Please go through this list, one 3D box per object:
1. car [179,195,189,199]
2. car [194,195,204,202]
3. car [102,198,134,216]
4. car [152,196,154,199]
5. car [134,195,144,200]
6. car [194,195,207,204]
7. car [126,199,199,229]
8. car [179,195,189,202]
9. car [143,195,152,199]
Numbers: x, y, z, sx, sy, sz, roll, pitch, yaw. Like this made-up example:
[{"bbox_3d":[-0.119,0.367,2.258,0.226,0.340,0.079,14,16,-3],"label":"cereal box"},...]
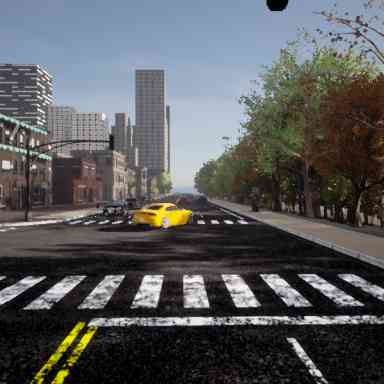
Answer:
[{"bbox_3d":[-1.516,1.540,62.749,1.994,1.385,4.181,0,0,-1],"label":"car"},{"bbox_3d":[1.490,1.470,73.008,1.837,1.490,4.892,0,0,-1],"label":"car"},{"bbox_3d":[-7.375,1.481,32.464,2.128,1.511,4.902,0,0,-1],"label":"car"},{"bbox_3d":[-8.041,1.468,61.980,2.128,1.511,4.902,0,0,-1],"label":"car"},{"bbox_3d":[-7.600,1.490,42.023,1.837,1.490,4.892,0,0,-1],"label":"car"},{"bbox_3d":[1.835,1.454,62.902,1.882,1.535,5.008,0,0,-1],"label":"car"},{"bbox_3d":[-1.738,1.472,21.595,1.882,1.535,5.008,1,1,29],"label":"car"},{"bbox_3d":[-1.758,1.343,72.749,2.033,1.411,5.357,0,0,-1],"label":"car"},{"bbox_3d":[-7.834,1.333,51.717,2.097,1.767,4.553,0,0,-1],"label":"car"}]
